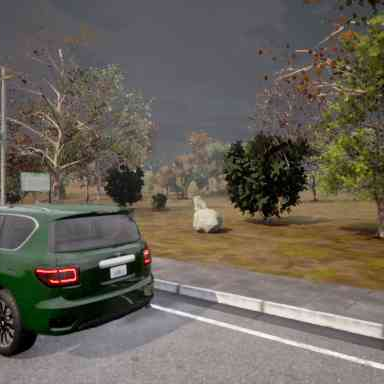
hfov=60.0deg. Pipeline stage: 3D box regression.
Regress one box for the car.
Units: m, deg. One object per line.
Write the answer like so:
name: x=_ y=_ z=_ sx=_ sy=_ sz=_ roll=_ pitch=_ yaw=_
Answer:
car: x=-3.230 y=1.221 z=6.279 sx=5.566 sy=2.045 sz=2.150 roll=0 pitch=0 yaw=35
